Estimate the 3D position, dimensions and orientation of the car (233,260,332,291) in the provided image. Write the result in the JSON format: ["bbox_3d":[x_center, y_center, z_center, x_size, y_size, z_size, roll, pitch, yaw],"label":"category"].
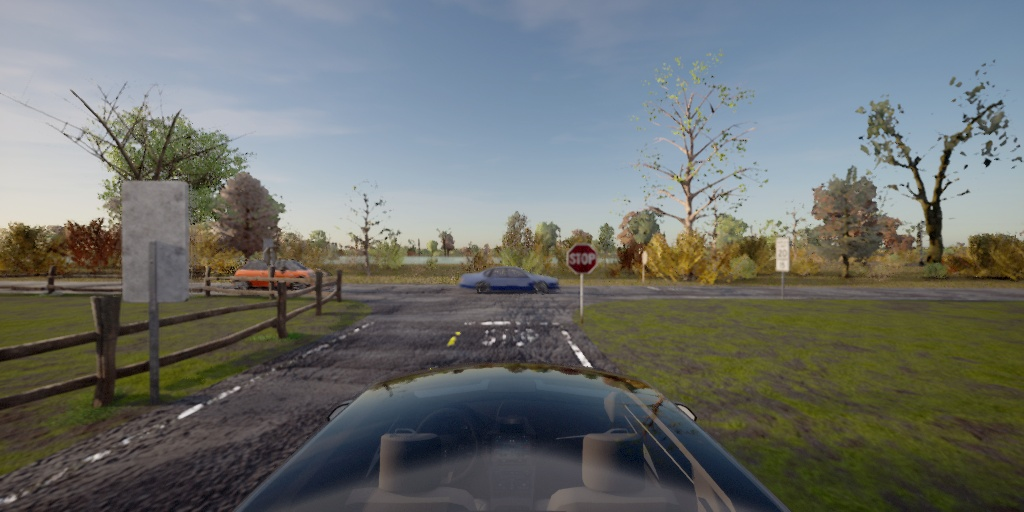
[{"bbox_3d":[-12.269,1.003,19.416,4.553,1.767,2.097,0,1,0],"label":"car"}]

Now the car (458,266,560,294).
[{"bbox_3d":[-0.153,1.275,19.413,5.357,1.411,2.033,0,0,0],"label":"car"}]
